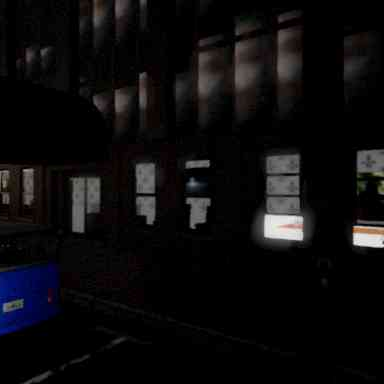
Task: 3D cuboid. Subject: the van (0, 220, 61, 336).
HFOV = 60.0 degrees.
[{"bbox_3d":[-3.983,1.345,5.705,3.998,1.788,1.690,0,0,35],"label":"van"}]
